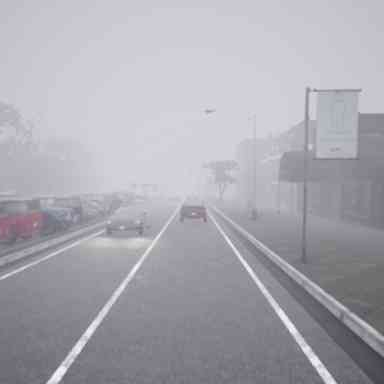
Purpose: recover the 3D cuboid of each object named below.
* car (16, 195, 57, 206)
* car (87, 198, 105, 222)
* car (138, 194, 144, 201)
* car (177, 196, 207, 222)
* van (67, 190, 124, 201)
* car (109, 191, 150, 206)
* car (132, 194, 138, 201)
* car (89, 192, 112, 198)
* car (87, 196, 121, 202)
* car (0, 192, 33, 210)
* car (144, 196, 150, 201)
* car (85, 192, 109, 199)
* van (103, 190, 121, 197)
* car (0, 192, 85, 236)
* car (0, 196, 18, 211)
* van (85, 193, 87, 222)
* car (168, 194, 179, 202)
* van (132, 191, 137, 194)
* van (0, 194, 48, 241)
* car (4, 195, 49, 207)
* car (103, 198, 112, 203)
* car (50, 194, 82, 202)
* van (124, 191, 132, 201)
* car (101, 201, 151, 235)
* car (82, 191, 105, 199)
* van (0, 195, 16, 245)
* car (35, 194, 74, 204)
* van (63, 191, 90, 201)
[{"bbox_3d":[-22.079,1.144,47.386,4.892,1.521,2.231,0,1,0],"label":"car"},{"bbox_3d":[-8.962,1.386,23.040,4.892,1.521,2.231,0,0,0],"label":"car"},{"bbox_3d":[-8.988,1.236,42.669,4.674,1.452,2.002,0,1,0],"label":"car"},{"bbox_3d":[0.095,1.334,25.182,1.882,1.535,5.008,0,0,0],"label":"car"},{"bbox_3d":[-9.085,1.094,31.452,4.442,1.987,1.878,0,1,0],"label":"van"},{"bbox_3d":[-8.966,0.880,48.273,5.566,2.045,2.435,0,1,0],"label":"car"},{"bbox_3d":[-8.971,1.261,37.063,5.008,1.535,2.097,0,1,0],"label":"car"},{"bbox_3d":[-22.117,0.764,80.690,4.892,1.521,2.231,0,1,0],"label":"car"},{"bbox_3d":[-8.993,1.376,28.652,4.792,1.488,2.163,0,1,0],"label":"car"},{"bbox_3d":[-22.031,0.987,39.056,5.566,2.045,2.435,0,1,0],"label":"car"},{"bbox_3d":[-8.804,1.161,45.472,5.366,1.575,1.946,0,1,0],"label":"car"},{"bbox_3d":[-22.125,0.793,77.915,5.008,1.535,2.097,0,1,0],"label":"car"},{"bbox_3d":[-22.023,0.417,91.787,4.442,1.987,1.878,0,1,0],"label":"van"},{"bbox_3d":[-8.919,1.161,17.431,5.566,2.045,2.435,0,0,0],"label":"car"},{"bbox_3d":[-22.049,1.272,36.285,4.892,1.521,2.231,0,1,0],"label":"car"},{"bbox_3d":[-9.068,1.176,20.231,4.442,1.987,1.878,0,0,0],"label":"van"},{"bbox_3d":[-3.298,1.023,61.182,1.812,1.442,4.674,0,1,1],"label":"car"},{"bbox_3d":[-9.098,1.003,39.863,4.442,1.987,1.878,0,1,0],"label":"van"},{"bbox_3d":[-9.059,1.197,14.627,4.442,1.987,1.878,0,0,0],"label":"van"},{"bbox_3d":[-22.073,1.174,44.610,5.008,1.535,2.097,0,1,0],"label":"car"},{"bbox_3d":[-8.957,1.408,25.844,4.674,1.452,2.002,0,0,0],"label":"car"},{"bbox_3d":[-22.060,1.044,58.488,4.792,1.488,2.163,0,1,0],"label":"car"},{"bbox_3d":[-8.856,1.066,34.254,4.442,1.987,1.878,0,1,0],"label":"van"},{"bbox_3d":[-3.340,1.431,18.184,1.812,1.442,4.674,0,0,0],"label":"car"},{"bbox_3d":[-22.146,0.699,75.138,4.553,1.767,2.185,0,1,0],"label":"car"},{"bbox_3d":[-9.055,1.207,11.823,4.442,1.987,1.878,0,0,0],"label":"van"},{"bbox_3d":[-21.895,1.075,52.936,5.366,1.575,1.946,0,1,0],"label":"car"},{"bbox_3d":[-22.214,0.725,64.034,4.442,1.987,1.878,0,1,0],"label":"van"}]
